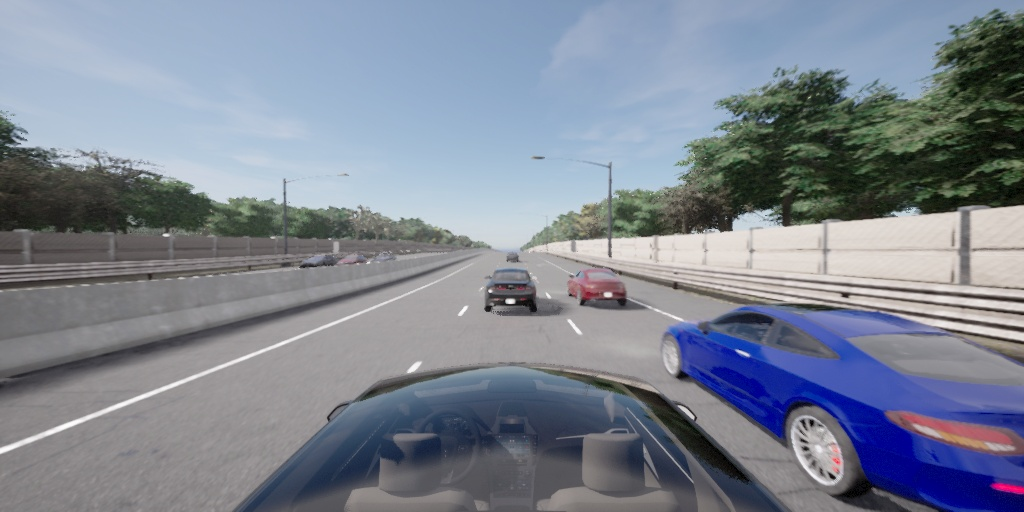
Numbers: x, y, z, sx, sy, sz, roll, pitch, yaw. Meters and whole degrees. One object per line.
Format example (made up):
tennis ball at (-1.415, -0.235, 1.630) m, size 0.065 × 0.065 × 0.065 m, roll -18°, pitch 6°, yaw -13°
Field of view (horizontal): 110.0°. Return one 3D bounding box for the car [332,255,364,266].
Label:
car at (-17.497, 0.605, 39.613) m, size 1.812 × 1.442 × 4.674 m, roll 0°, pitch 2°, yaw 0°

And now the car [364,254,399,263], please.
car at (-13.997, 0.569, 39.640) m, size 2.128 × 1.511 × 4.902 m, roll 0°, pitch 2°, yaw 0°

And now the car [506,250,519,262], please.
car at (0.099, 0.039, 54.800) m, size 2.128 × 1.511 × 4.902 m, roll 0°, pitch 2°, yaw 0°

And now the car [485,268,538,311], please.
car at (-0.038, 1.215, 14.329) m, size 1.837 × 1.490 × 4.892 m, roll 0°, pitch 1°, yaw 0°

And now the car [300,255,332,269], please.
car at (-20.998, 0.625, 39.509) m, size 2.033 × 1.411 × 5.357 m, roll 0°, pitch 2°, yaw 0°

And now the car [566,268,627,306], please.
car at (3.501, 1.218, 15.362) m, size 1.812 × 1.442 × 4.674 m, roll 0°, pitch 1°, yaw 0°

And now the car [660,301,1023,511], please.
car at (3.500, 1.280, 4.371) m, size 1.812 × 1.442 × 4.674 m, roll 0°, pitch 0°, yaw 0°
